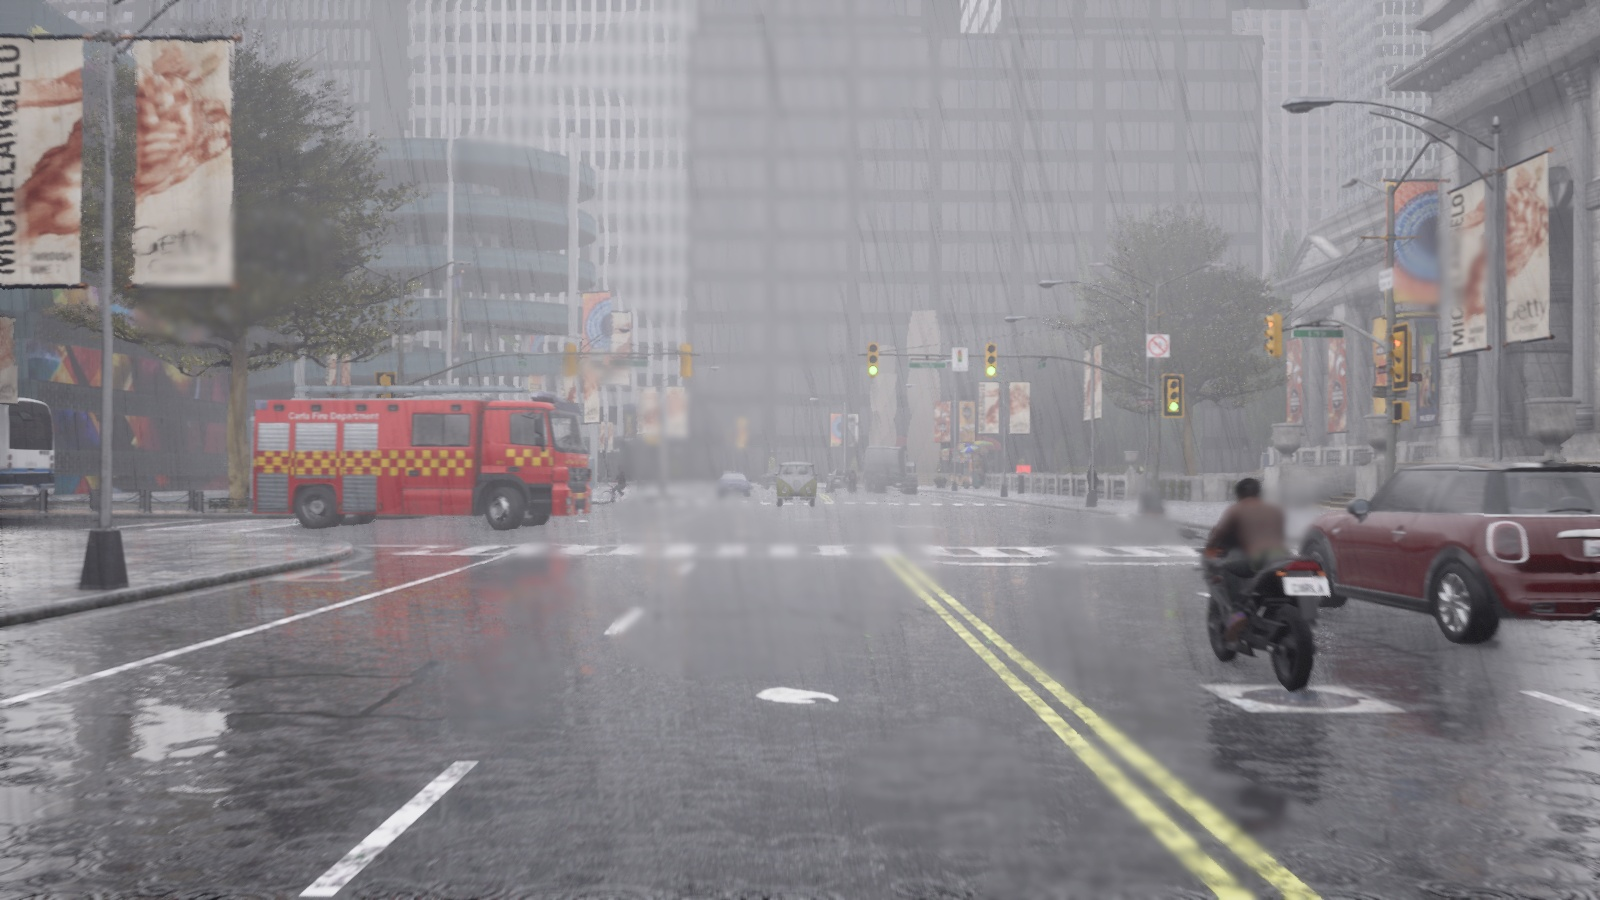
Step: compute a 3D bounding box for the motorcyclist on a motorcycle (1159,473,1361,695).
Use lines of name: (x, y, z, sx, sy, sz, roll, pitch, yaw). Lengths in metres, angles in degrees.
motorcyclist on a motorcycle: (3.476, 0.946, 9.721, 0.797, 1.523, 2.044, 0, -1, 0)

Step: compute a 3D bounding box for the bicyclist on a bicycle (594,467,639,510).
bicyclist on a bicycle: (-7.696, 1.599, 52.766, 0.659, 1.776, 1.843, -3, -3, 45)

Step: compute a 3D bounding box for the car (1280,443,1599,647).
car: (6.968, 0.865, 13.183, 2.097, 1.767, 4.553, 0, -1, 0)

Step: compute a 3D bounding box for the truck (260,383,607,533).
truck: (-9.713, 0.254, 33.793, 8.468, 3.827, 2.891, 0, -1, 5)

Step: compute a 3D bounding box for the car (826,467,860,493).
car: (2.996, 2.108, 88.937, 1.932, 1.855, 4.605, 0, -1, -4)

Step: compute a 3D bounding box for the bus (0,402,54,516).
bus: (-35.062, 0.388, 48.353, 10.273, 4.253, 3.944, 0, -1, 0)

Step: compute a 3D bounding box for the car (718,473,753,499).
car: (-3.680, 2.068, 72.425, 1.812, 1.442, 4.674, 0, -1, 0)

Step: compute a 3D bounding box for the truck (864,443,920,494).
truck: (6.469, 1.304, 89.439, 2.891, 3.462, 7.936, 0, -1, -4)

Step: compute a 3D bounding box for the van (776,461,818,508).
van: (-0.134, 1.501, 55.744, 1.775, 1.987, 4.442, 0, -1, 0)
